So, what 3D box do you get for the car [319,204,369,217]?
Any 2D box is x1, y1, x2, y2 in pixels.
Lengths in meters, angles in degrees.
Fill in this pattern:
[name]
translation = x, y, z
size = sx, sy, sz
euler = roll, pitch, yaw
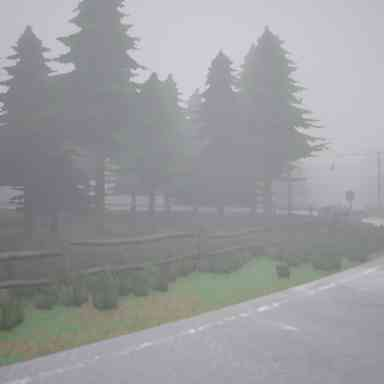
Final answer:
[car]
translation = 14.375, 1.857, 32.023
size = 2.033, 1.411, 5.357
euler = 0, 0, -12
